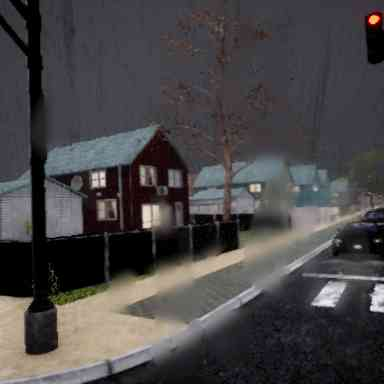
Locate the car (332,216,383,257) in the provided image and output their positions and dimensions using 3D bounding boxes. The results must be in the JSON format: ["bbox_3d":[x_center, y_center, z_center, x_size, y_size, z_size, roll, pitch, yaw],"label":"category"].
[{"bbox_3d":[7.524,1.999,14.736,1.994,1.385,4.181,-5,-4,32],"label":"car"}]

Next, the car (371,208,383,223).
[{"bbox_3d":[20.206,2.426,35.126,1.837,1.490,4.892,-5,-4,32],"label":"car"}]

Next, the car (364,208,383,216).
[{"bbox_3d":[13.498,2.156,24.360,2.128,1.511,4.902,-5,-4,32],"label":"car"}]
